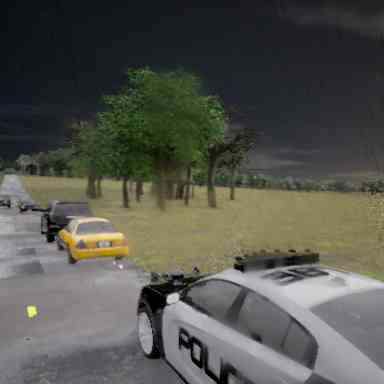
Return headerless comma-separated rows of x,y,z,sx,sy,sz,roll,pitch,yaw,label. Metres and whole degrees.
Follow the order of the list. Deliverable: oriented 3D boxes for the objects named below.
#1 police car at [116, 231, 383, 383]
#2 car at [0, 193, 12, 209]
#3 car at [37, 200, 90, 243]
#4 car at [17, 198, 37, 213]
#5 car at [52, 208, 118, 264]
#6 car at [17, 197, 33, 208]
0.865,1.488,3.791,1.930,1.638,5.238,0,-1,-29,police car
-25.097,1.140,43.923,2.150,2.045,5.566,0,1,-29,car
-6.757,1.412,17.763,2.150,2.045,5.566,0,0,-29,car
-18.310,1.657,37.290,1.895,1.301,4.718,0,0,-28,car
-3.962,1.621,12.637,1.801,1.575,5.366,0,0,-29,car
-24.049,1.477,47.740,1.895,1.301,4.718,0,1,-29,car
